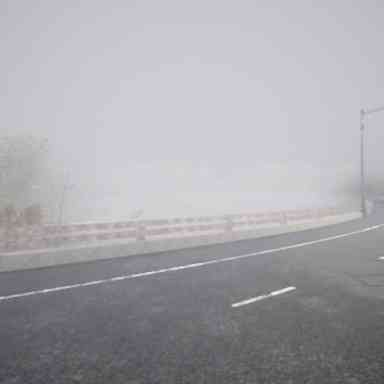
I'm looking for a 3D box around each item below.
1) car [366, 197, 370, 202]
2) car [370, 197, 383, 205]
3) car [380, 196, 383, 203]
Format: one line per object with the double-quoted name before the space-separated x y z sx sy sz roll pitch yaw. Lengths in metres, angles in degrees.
"car" 38.770 1.668 71.874 1.994 1.385 4.181 0 0 9
"car" 37.291 1.724 65.385 1.882 1.535 5.008 0 0 14
"car" 42.200 1.613 71.179 1.812 1.442 4.674 0 0 9
